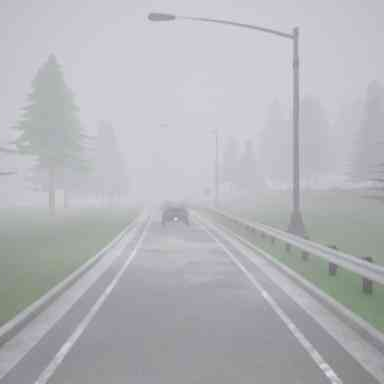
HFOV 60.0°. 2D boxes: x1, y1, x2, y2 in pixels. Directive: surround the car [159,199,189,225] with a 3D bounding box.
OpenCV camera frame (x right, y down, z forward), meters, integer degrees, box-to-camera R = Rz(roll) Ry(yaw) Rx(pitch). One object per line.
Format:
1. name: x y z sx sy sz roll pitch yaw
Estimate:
1. car: -1.249 1.503 24.079 1.837 1.490 4.892 0 0 -5
